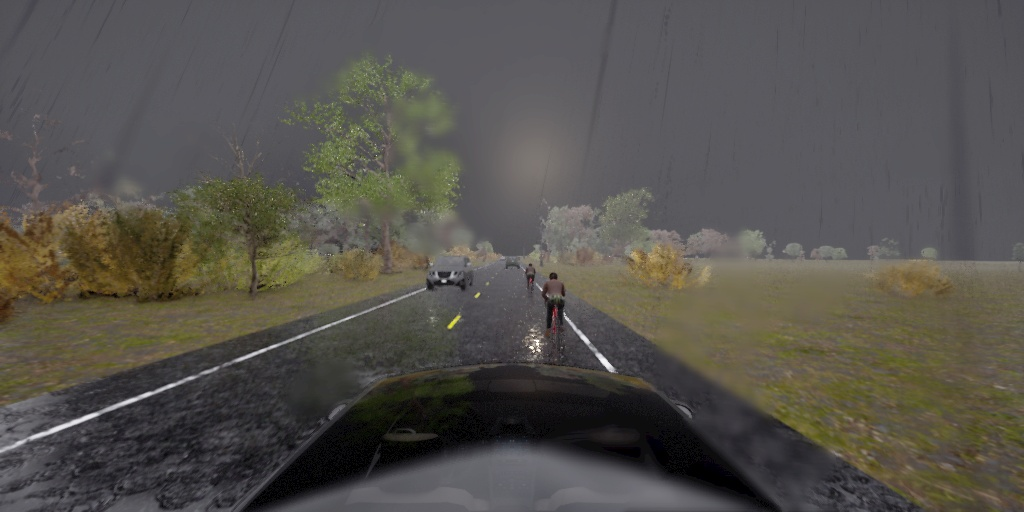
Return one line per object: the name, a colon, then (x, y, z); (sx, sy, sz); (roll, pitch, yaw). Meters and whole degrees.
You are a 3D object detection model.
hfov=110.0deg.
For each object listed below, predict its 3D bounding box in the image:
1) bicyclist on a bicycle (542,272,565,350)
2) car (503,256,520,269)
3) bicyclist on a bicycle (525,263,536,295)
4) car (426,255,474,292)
bicyclist on a bicycle: (0.962, 1.203, 8.159); (0.582, 1.620, 1.656); (0, 0, 0)
car: (0.095, 0.954, 57.286); (2.150, 2.045, 5.566); (0, 0, 0)
bicyclist on a bicycle: (0.961, 1.202, 18.481); (0.582, 1.620, 1.656); (0, 0, 0)
car: (-3.601, 0.970, 21.752); (2.150, 2.045, 5.566); (0, 0, 0)
